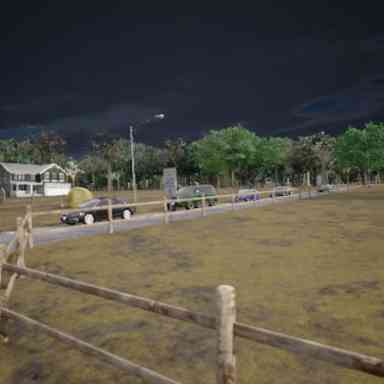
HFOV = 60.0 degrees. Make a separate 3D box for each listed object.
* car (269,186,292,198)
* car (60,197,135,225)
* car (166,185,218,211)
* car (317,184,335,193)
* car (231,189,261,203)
[{"bbox_3d":[12.145,-0.053,45.280,1.837,1.490,4.892,-3,1,36],"label":"car"},{"bbox_3d":[-5.688,1.135,20.473,1.837,1.490,4.892,-3,0,36],"label":"car"},{"bbox_3d":[0.066,0.473,28.524,2.150,2.045,5.566,-3,1,36],"label":"car"},{"bbox_3d":[21.397,-0.589,53.228,1.994,1.385,4.181,-3,1,36],"label":"car"},{"bbox_3d":[6.066,0.379,36.850,1.812,1.442,4.674,-3,1,36],"label":"car"}]
